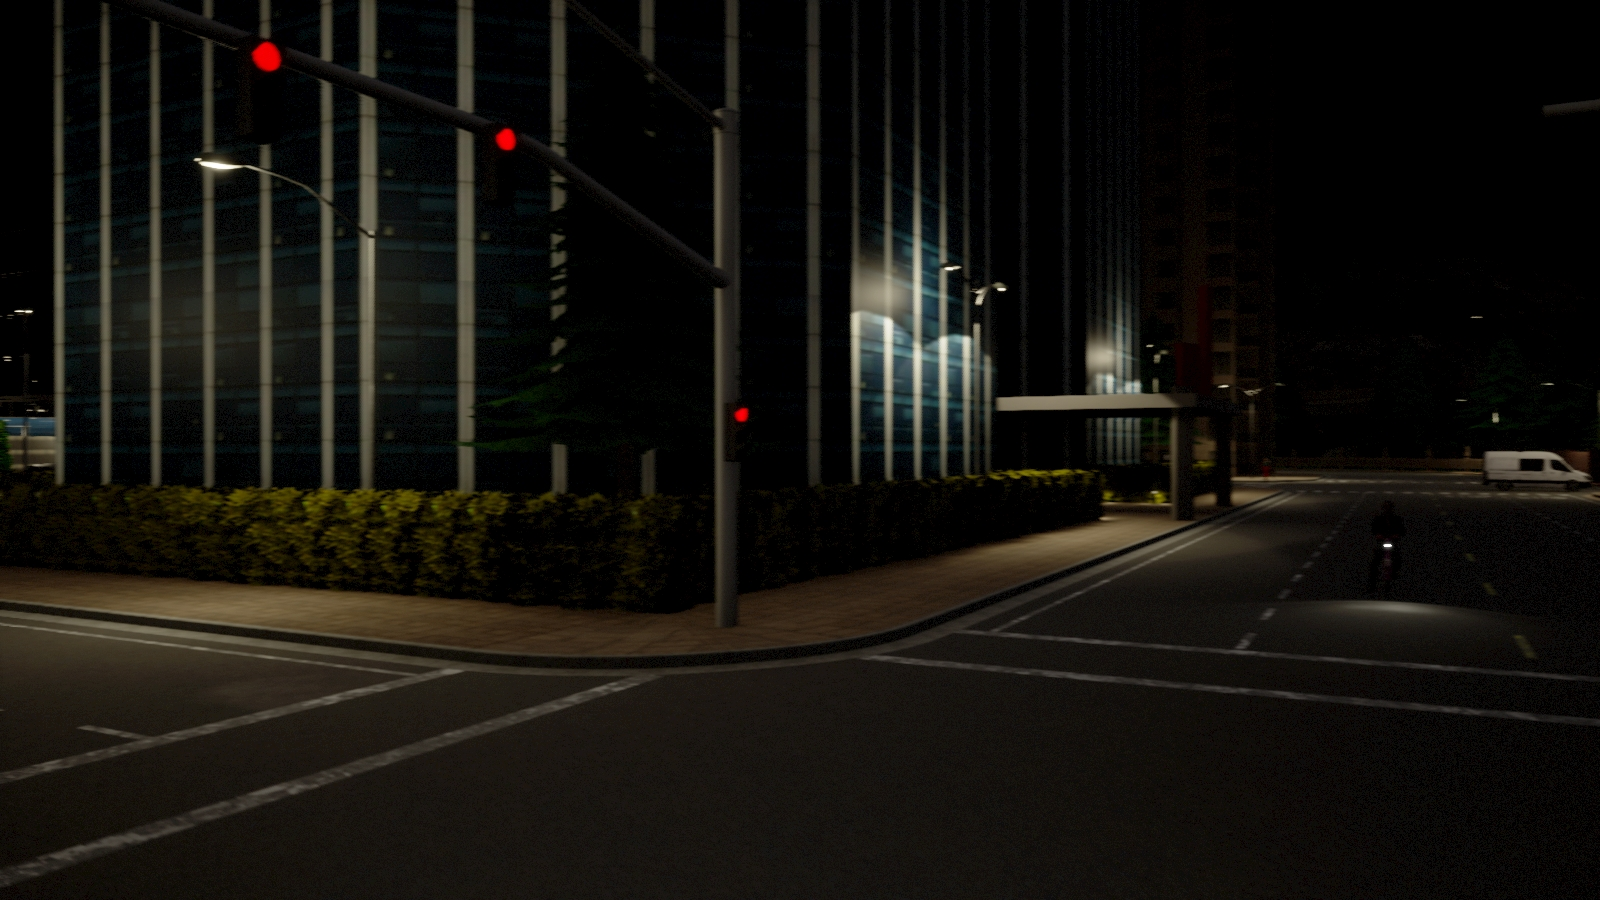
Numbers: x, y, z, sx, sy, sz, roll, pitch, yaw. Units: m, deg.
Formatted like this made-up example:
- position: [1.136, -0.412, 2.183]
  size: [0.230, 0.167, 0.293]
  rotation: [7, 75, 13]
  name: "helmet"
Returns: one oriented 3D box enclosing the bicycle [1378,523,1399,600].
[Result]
- position: [11.026, 2.059, 21.401]
  size: [0.329, 1.271, 1.835]
  rotation: [0, 0, 28]
  name: "bicycle"
